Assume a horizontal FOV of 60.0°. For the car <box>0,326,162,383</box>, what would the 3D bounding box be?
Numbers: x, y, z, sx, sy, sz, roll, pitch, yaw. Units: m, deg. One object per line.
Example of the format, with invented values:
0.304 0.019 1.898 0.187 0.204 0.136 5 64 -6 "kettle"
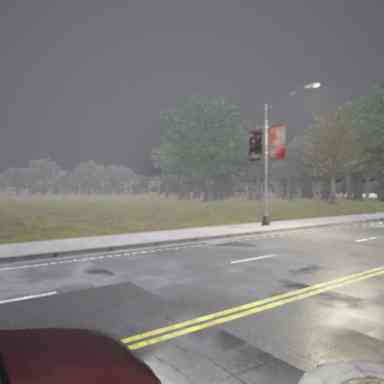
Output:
-2.117 1.567 1.930 4.181 1.385 1.994 0 0 -35 "car"
